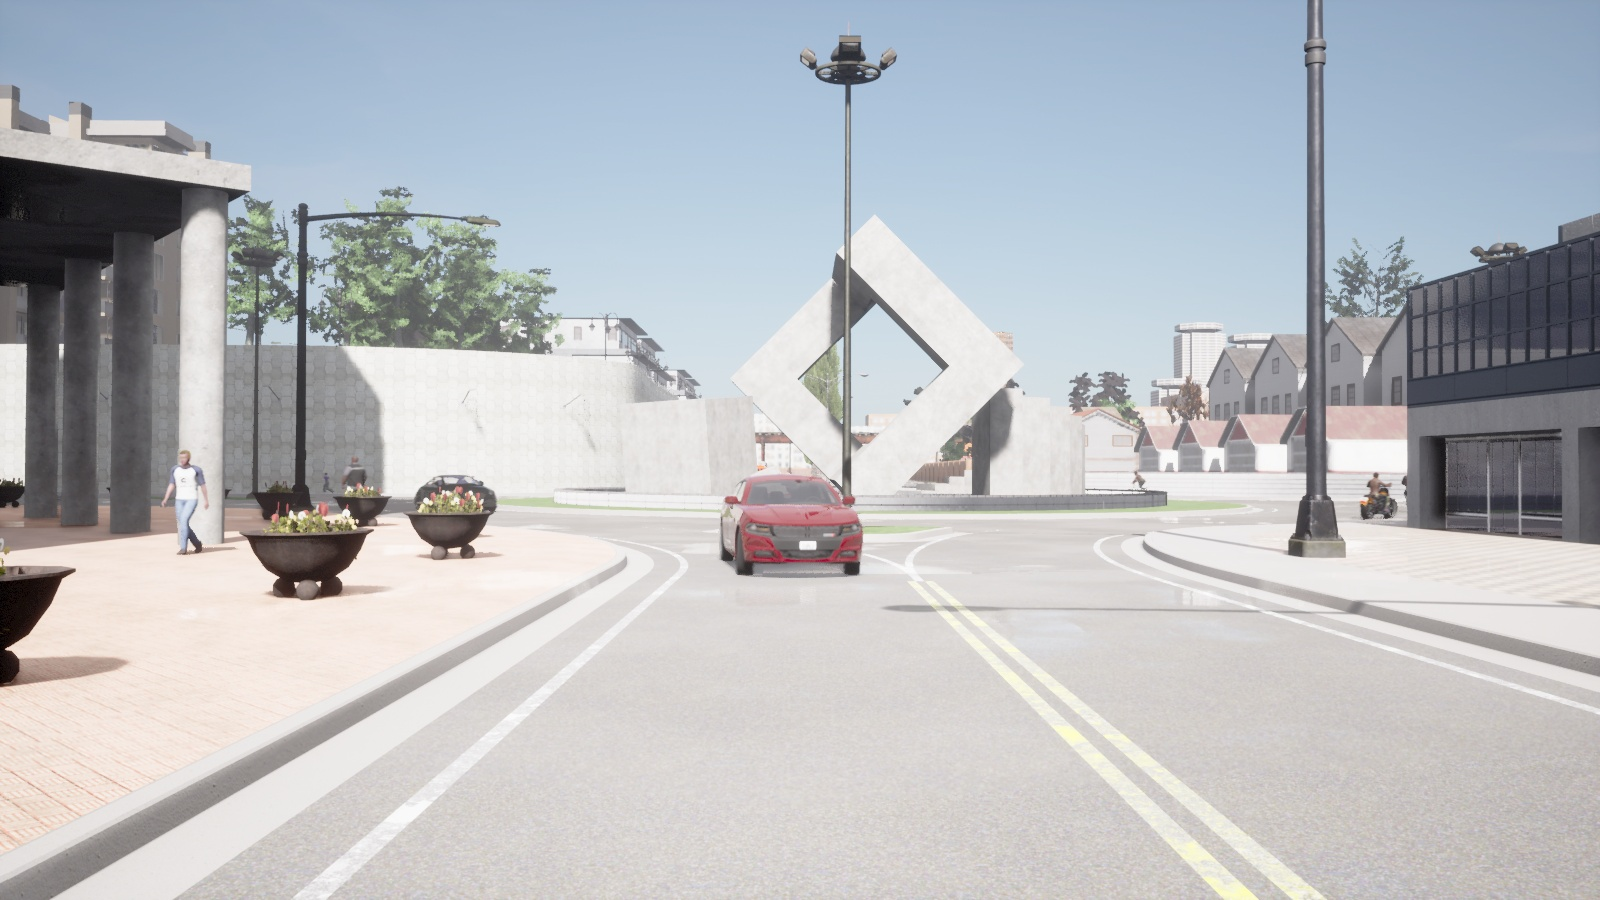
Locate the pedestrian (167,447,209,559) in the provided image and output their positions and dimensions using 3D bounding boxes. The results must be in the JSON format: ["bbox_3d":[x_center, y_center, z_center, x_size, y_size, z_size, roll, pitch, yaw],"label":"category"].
[{"bbox_3d":[-10.213,0.881,20.982,0.354,1.836,0.706,0,-1,0],"label":"pedestrian"}]

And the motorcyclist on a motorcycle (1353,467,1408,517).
[{"bbox_3d":[19.631,1.398,42.479,2.350,1.649,0.766,1,-1,-41],"label":"motorcyclist on a motorcycle"}]

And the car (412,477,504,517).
[{"bbox_3d":[-12.764,1.712,46.691,1.994,1.385,4.181,0,-1,-35],"label":"car"}]

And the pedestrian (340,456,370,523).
[{"bbox_3d":[-12.692,1.120,35.814,0.563,1.883,0.849,1,-1,-38],"label":"pedestrian"}]

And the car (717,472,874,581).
[{"bbox_3d":[-0.221,1.135,20.406,1.882,1.535,5.008,0,-1,-8],"label":"car"}]
